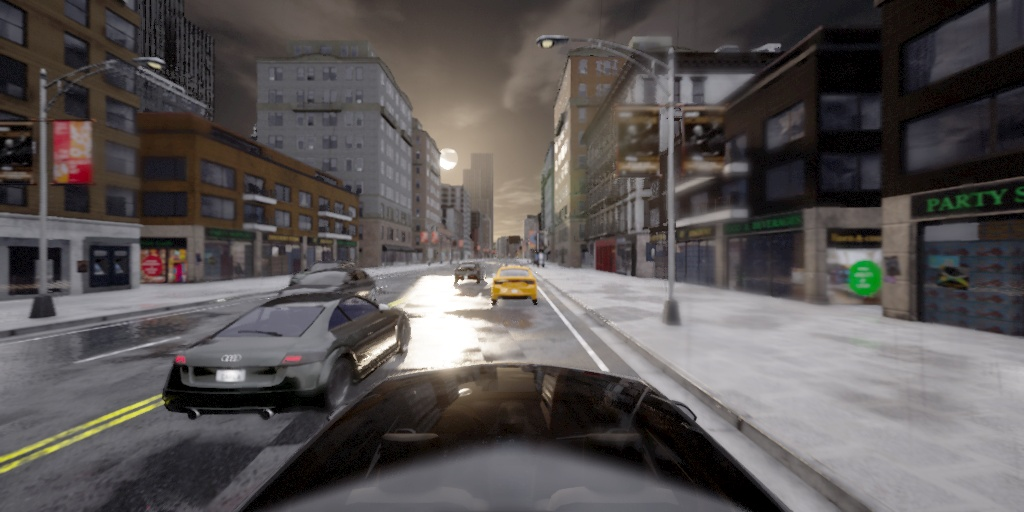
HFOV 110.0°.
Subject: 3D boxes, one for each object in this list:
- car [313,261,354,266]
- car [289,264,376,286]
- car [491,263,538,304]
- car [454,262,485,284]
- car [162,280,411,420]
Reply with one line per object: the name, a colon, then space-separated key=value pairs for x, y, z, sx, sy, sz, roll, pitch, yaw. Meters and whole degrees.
car: x=-9.833 y=1.067 z=19.321 sx=2.097 sy=1.767 sz=4.553 roll=0 pitch=0 yaw=0
car: x=-6.595 y=1.232 z=13.313 sx=1.837 sy=1.490 sz=4.892 roll=0 pitch=0 yaw=0
car: x=0.103 y=1.198 z=16.299 sx=1.882 sy=1.535 sz=5.008 roll=0 pitch=0 yaw=0
car: x=-3.145 y=1.204 z=26.833 sx=1.837 sy=1.490 sz=4.892 roll=0 pitch=0 yaw=0
car: x=-3.149 y=1.305 z=6.027 sx=1.994 sy=1.385 sz=4.181 roll=0 pitch=0 yaw=0
